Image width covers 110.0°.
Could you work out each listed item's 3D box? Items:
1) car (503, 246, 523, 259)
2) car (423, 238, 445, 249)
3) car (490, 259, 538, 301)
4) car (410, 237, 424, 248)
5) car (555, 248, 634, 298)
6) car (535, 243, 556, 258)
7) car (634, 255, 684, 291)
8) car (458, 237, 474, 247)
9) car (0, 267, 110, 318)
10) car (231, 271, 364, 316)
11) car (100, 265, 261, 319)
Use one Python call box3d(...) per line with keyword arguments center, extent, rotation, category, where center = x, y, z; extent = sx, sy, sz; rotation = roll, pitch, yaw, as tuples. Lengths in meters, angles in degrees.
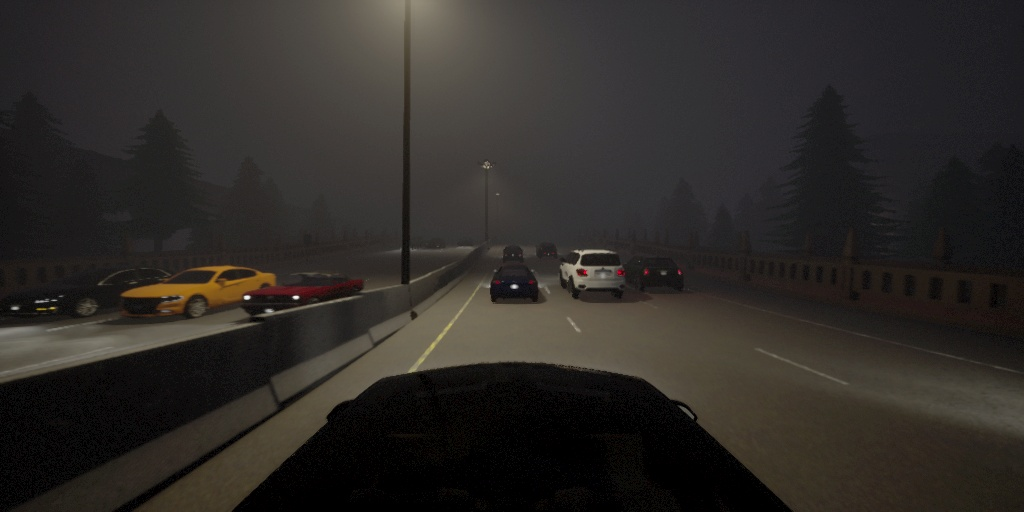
box3d(center=(0.091, -0.258, 33.732), extent=(2.033, 1.411, 5.357), rotation=(0, 5, 0), category="car")
box3d(center=(-10.595, -1.788, 50.277), extent=(1.837, 1.490, 4.892), rotation=(0, 5, 0), category="car")
box3d(center=(0.094, 1.079, 15.976), extent=(1.994, 1.385, 4.181), rotation=(0, 3, 0), category="car")
box3d(center=(-14.085, -2.087, 53.430), extent=(2.128, 1.511, 4.902), rotation=(0, 5, 0), category="car")
box3d(center=(3.592, 0.695, 16.869), extent=(2.150, 2.045, 5.566), rotation=(0, 3, 0), category="car")
box3d(center=(3.590, -0.653, 37.653), extent=(1.837, 1.490, 4.892), rotation=(0, 5, 0), category="car")
box3d(center=(7.093, 0.719, 18.898), extent=(2.097, 1.767, 4.553), rotation=(0, 3, 0), category="car")
box3d(center=(-7.076, -2.178, 55.251), extent=(1.994, 1.385, 4.181), rotation=(0, 5, 0), category="car")
box3d(center=(-14.102, 1.149, 12.591), extent=(1.837, 1.490, 4.892), rotation=(0, 2, 0), category="car")
box3d(center=(-7.103, 1.239, 12.730), extent=(1.895, 1.301, 4.718), rotation=(0, 2, 0), category="car")
box3d(center=(-10.602, 1.118, 12.628), extent=(1.882, 1.535, 5.008), rotation=(0, 2, 0), category="car")
